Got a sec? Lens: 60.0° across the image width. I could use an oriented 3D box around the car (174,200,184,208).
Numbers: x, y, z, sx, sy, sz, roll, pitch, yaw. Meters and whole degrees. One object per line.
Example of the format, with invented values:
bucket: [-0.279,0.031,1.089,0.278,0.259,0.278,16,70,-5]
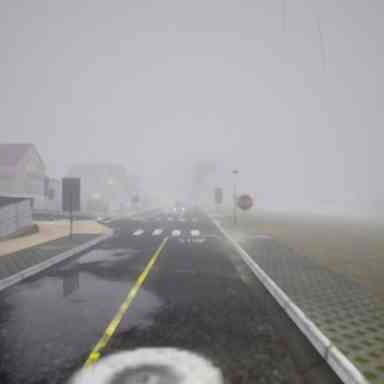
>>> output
car: [-2.538,2.416,65.882,1.882,1.535,5.008,0,0,0]
